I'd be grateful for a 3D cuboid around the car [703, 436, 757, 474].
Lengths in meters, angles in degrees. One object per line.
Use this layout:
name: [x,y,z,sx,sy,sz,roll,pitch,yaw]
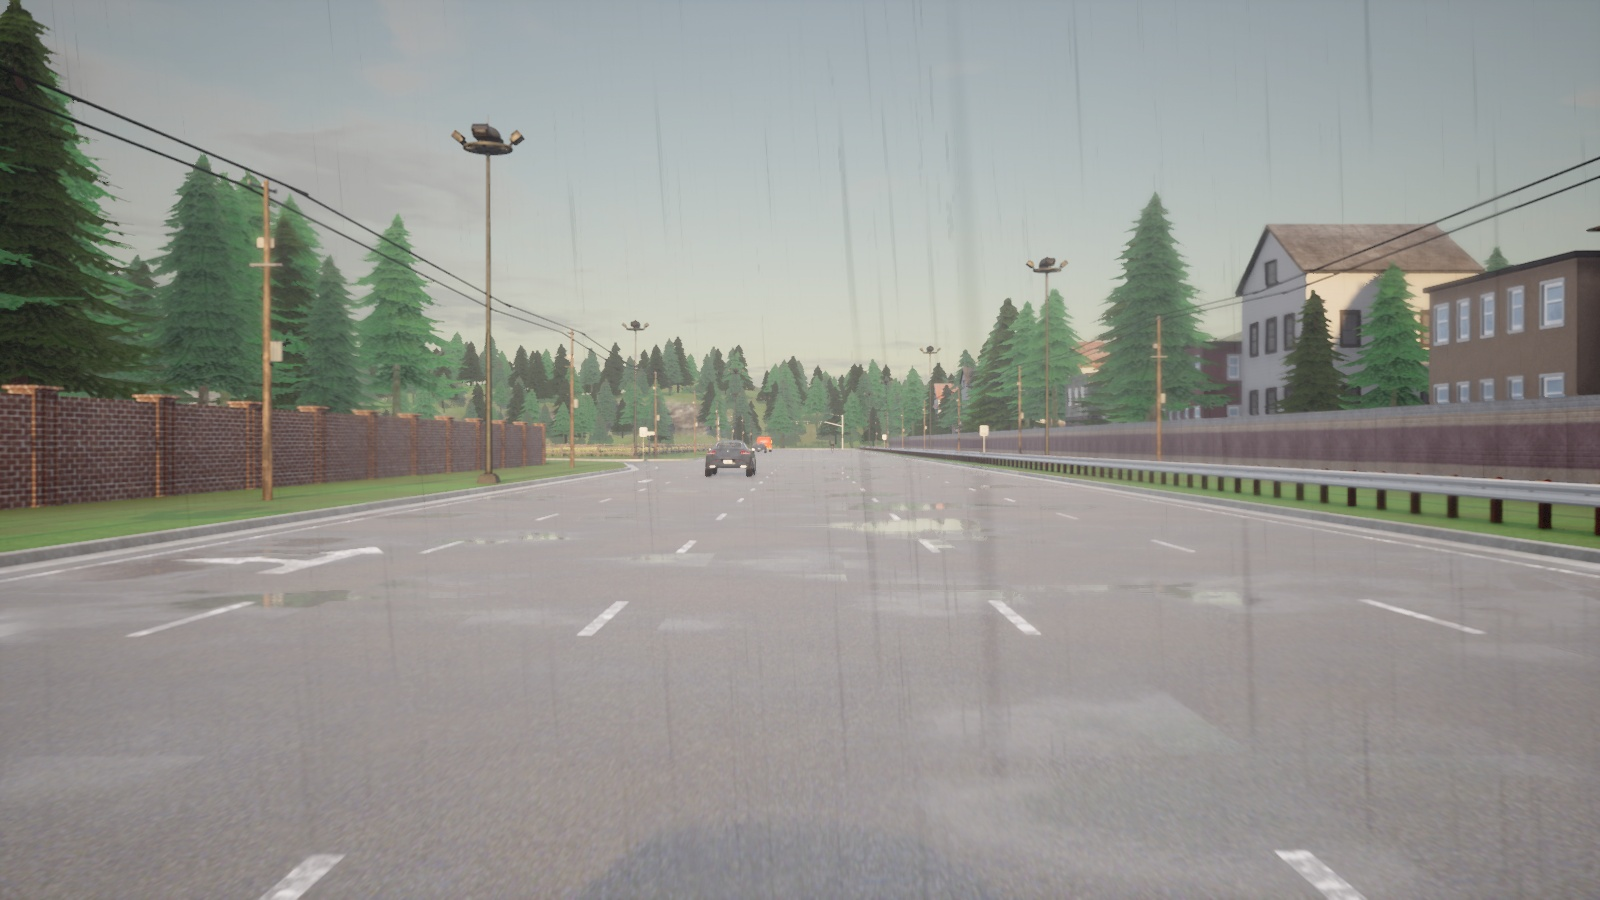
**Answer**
car: [-3.155,0.197,57.675,2.152,1.651,5.027,0,0,0]
